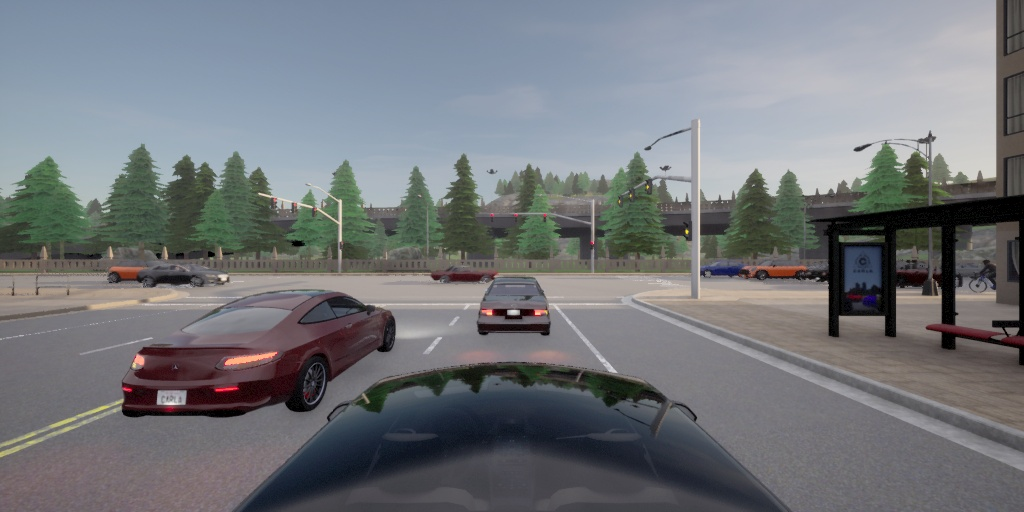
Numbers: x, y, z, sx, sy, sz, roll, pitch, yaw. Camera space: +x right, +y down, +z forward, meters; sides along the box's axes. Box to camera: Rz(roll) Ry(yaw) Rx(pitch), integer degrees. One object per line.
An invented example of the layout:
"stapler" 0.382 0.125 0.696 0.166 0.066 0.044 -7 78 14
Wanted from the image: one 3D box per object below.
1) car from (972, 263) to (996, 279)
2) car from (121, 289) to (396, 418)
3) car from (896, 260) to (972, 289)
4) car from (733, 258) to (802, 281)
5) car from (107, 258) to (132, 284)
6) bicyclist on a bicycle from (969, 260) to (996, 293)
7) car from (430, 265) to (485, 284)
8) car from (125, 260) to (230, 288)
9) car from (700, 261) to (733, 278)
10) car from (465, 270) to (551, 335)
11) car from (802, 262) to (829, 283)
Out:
"car" 38.077 1.258 30.440 4.181 1.385 1.994 0 0 17
"car" -3.447 1.276 5.949 1.812 1.442 4.674 0 0 0
"car" 24.108 1.046 21.774 4.553 1.767 2.097 0 0 1
"car" 20.954 1.046 28.951 4.553 1.767 2.097 0 0 2
"car" -26.050 1.047 25.873 4.553 1.767 2.097 0 0 0
"bicyclist on a bicycle" 22.756 0.995 17.037 0.582 1.620 1.656 0 0 1
"car" -3.286 1.321 25.620 4.718 1.301 1.895 0 0 1
"car" -20.370 1.187 22.322 4.902 1.511 2.128 0 0 1
"car" 18.908 1.172 32.505 5.008 1.535 1.882 0 0 1
"car" 0.088 1.297 10.443 2.033 1.411 5.357 0 0 1
"car" 23.811 1.295 25.294 4.718 1.301 1.895 0 0 1
